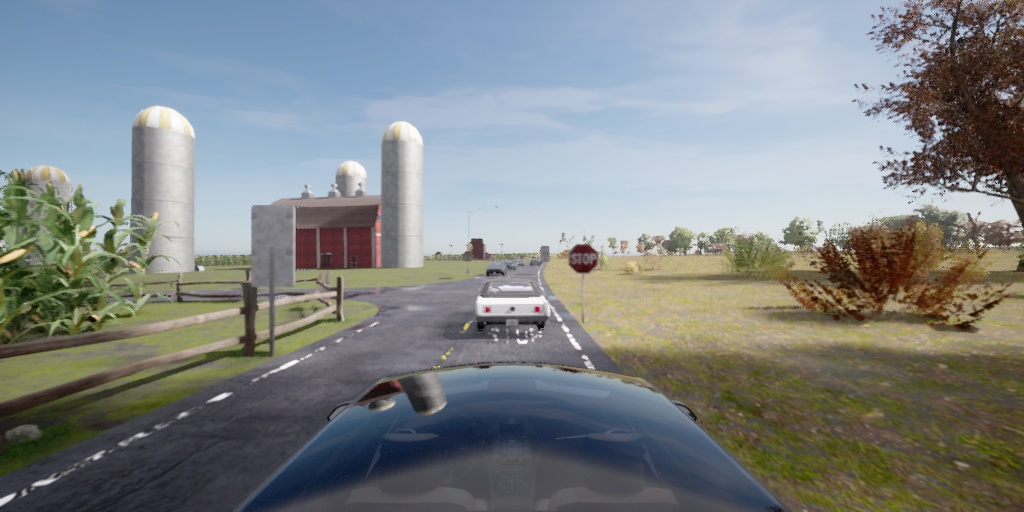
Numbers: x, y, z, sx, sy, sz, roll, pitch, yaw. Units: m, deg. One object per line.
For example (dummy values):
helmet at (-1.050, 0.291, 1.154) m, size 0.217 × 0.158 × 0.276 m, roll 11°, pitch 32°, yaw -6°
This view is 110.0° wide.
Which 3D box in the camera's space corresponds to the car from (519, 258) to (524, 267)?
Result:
car at (1.099, 1.136, 62.937) m, size 2.128 × 1.511 × 4.902 m, roll 0°, pitch 0°, yaw 7°

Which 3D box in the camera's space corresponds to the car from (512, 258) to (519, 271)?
car at (-0.491, 1.243, 48.490) m, size 1.994 × 1.385 × 4.181 m, roll 0°, pitch 0°, yaw 5°

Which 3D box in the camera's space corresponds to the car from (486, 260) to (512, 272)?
car at (-1.481, 1.252, 36.711) m, size 2.033 × 1.411 × 5.357 m, roll 0°, pitch 0°, yaw 4°

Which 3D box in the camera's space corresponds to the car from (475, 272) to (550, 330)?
car at (-0.110, 1.342, 11.056) m, size 1.895 × 1.301 × 4.718 m, roll 0°, pitch 0°, yaw -3°
